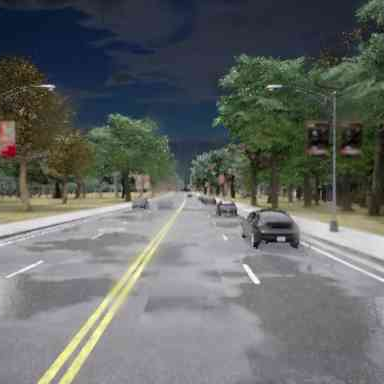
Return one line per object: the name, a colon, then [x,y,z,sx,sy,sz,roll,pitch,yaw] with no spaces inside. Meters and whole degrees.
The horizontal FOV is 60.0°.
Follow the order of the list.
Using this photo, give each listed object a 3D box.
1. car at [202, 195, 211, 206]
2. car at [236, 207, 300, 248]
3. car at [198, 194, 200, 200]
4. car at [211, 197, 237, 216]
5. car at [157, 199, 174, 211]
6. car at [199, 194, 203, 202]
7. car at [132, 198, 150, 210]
car: [3.210,1.549,57.033,1.882,1.535,5.008,0,0,0]
car: [3.351,1.517,14.886,1.837,1.490,4.892,0,0,0]
car: [3.071,1.591,79.085,2.163,1.488,4.792,0,0,0]
car: [3.353,1.525,33.033,2.128,1.511,4.902,0,0,0]
car: [-3.342,1.595,42.612,2.033,1.411,5.357,0,0,0]
car: [3.152,1.588,68.074,2.163,1.488,4.792,0,0,0]
car: [-6.589,1.555,43.115,1.837,1.490,4.892,0,0,0]
